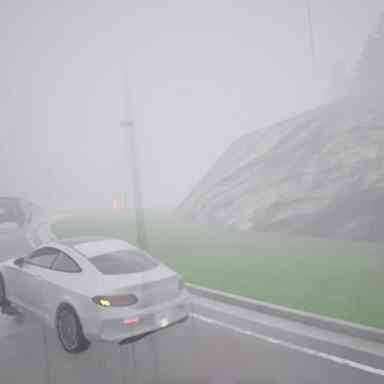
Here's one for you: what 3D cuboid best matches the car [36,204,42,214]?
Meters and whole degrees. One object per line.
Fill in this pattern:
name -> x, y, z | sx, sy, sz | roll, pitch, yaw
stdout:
car -> -17.892, 1.694, 35.721 | 1.812, 1.442, 4.674 | 0, 0, 0

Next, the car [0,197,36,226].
car -> -12.590, 1.326, 23.157 | 2.150, 2.045, 5.566 | 0, 0, -18

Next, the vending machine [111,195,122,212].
vending machine -> -9.845, 1.468, 43.274 | 1.100, 2.100, 0.880 | 0, 0, 12

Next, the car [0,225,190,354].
car -> -2.077, 1.564, 6.197 | 4.674, 1.442, 1.812 | 0, 0, 43
